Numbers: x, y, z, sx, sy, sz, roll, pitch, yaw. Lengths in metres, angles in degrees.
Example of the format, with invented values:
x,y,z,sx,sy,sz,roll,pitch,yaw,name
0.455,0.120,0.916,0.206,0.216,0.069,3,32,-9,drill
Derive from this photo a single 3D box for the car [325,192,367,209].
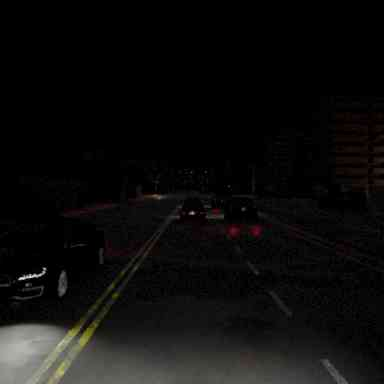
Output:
x,y,z,sx,sy,sz,roll,pitch,yaw,name
17.790,0.942,37.845,3.866,1.878,1.905,0,0,-2,car

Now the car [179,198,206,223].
x,y,z,sx,sy,sz,roll,pitch,yaw,name
0.058,1.411,23.996,2.033,1.411,5.357,0,0,0,car

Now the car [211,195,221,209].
x,y,z,sx,sy,sz,roll,pitch,yaw,name
3.521,1.120,41.025,2.097,1.767,4.553,0,0,0,car

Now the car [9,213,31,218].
x,y,z,sx,sy,sz,roll,pitch,yaw,name
-7.000,1.544,9.935,1.895,1.301,4.718,0,0,0,car

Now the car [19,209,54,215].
x,y,z,sx,sy,sz,roll,pitch,yaw,name
-6.999,1.479,14.888,1.994,1.385,4.181,0,0,0,car

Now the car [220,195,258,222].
x,y,z,sx,sy,sz,roll,pitch,yaw,name
3.561,1.209,24.986,2.097,1.767,4.553,0,0,0,car

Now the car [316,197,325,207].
x,y,z,sx,sy,sz,roll,pitch,yaw,name
17.771,0.923,40.740,4.605,1.855,1.932,0,0,-2,car

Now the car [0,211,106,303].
x,y,z,sx,sy,sz,roll,pitch,yaw,name
-3.538,1.458,8.295,1.837,1.490,4.892,0,0,1,car
